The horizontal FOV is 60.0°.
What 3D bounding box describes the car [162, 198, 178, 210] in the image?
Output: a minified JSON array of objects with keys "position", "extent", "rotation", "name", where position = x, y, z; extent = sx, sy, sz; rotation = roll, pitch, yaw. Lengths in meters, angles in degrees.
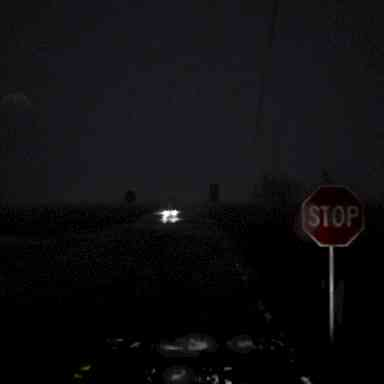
[{"position":[-2.736,1.538,42.650],"extent":[2.128,1.511,4.902],"rotation":[0,0,0],"name":"car"}]
